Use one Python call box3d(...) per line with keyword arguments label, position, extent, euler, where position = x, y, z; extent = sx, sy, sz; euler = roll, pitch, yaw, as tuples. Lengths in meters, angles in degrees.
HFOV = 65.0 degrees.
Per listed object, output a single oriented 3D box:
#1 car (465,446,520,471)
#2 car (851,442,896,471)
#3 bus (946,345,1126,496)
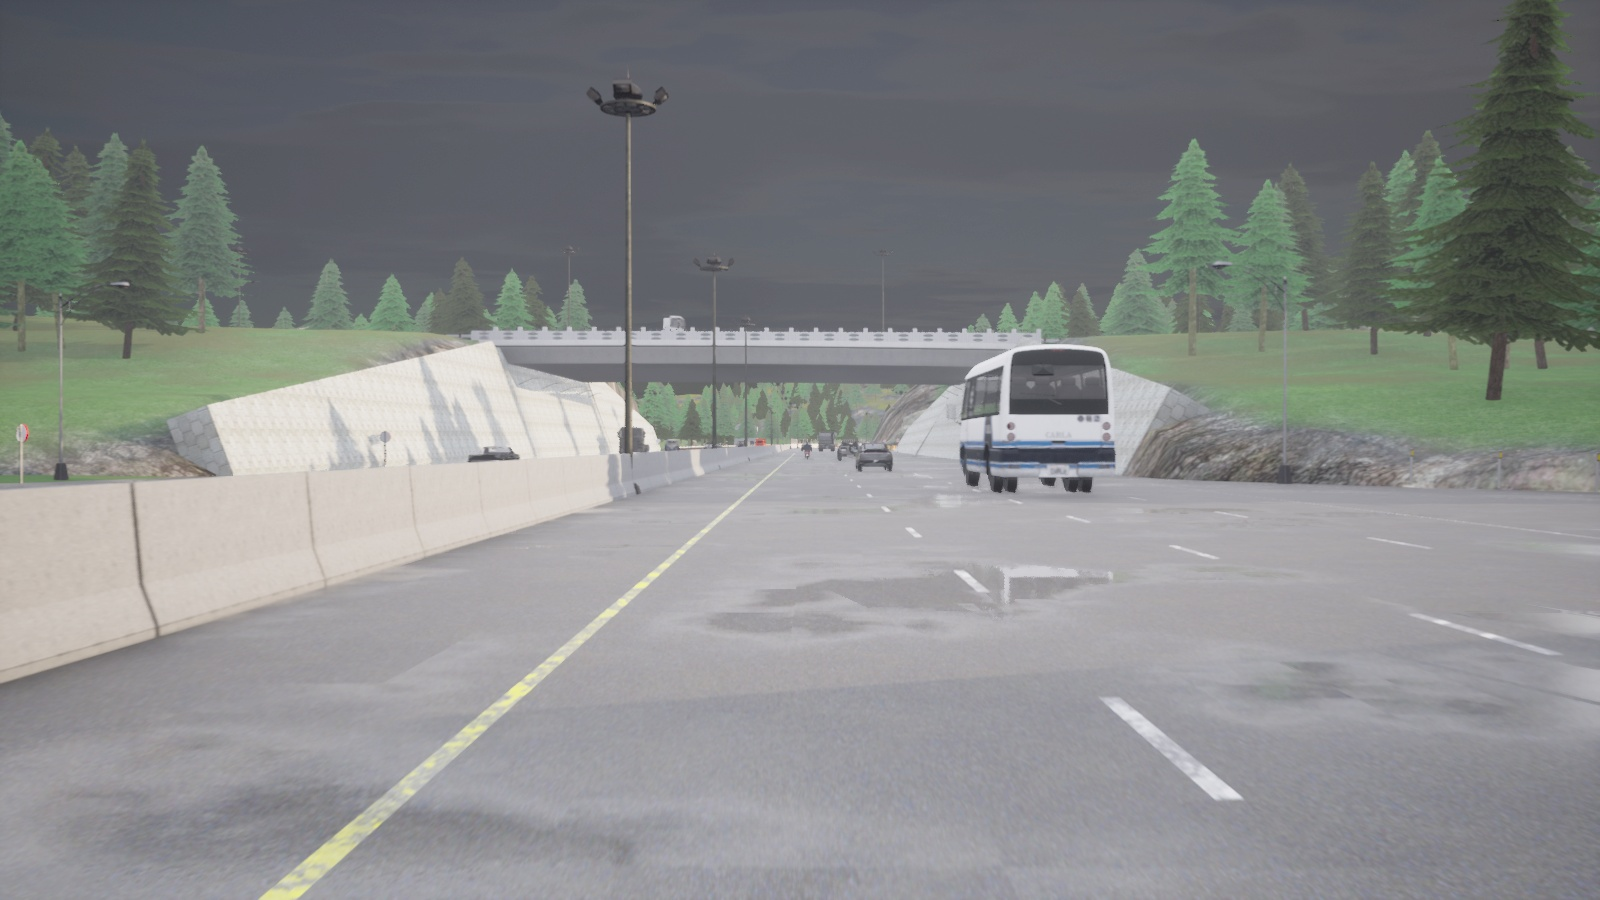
box3d(label="car", position=(-17.088, 0.439, 69.912), extent=(1.895, 1.301, 4.718), euler=(0, 0, 0))
box3d(label="car", position=(3.897, 0.328, 67.047), extent=(2.128, 1.511, 4.902), euler=(0, 0, 0))
box3d(label="bus", position=(7.247, -0.853, 40.580), extent=(3.944, 4.253, 10.273), euler=(0, 0, 0))
